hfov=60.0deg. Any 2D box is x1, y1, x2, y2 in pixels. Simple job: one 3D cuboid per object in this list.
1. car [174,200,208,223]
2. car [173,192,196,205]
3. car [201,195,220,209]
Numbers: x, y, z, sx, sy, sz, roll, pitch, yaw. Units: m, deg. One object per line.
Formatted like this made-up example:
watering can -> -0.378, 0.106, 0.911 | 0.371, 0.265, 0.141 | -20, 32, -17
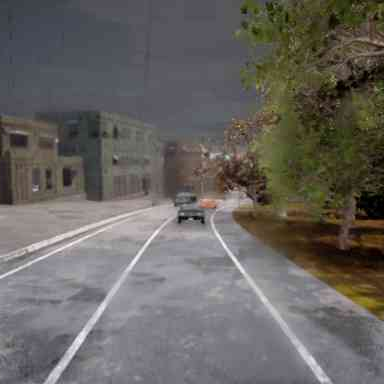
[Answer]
car -> 0.028, 1.527, 24.763 | 1.895, 1.301, 4.718 | 0, 0, 3
car -> -0.851, 0.992, 44.301 | 2.150, 2.045, 5.566 | 1, 0, 13
car -> 2.298, 1.185, 42.336 | 2.097, 1.767, 4.553 | 1, 0, 11
